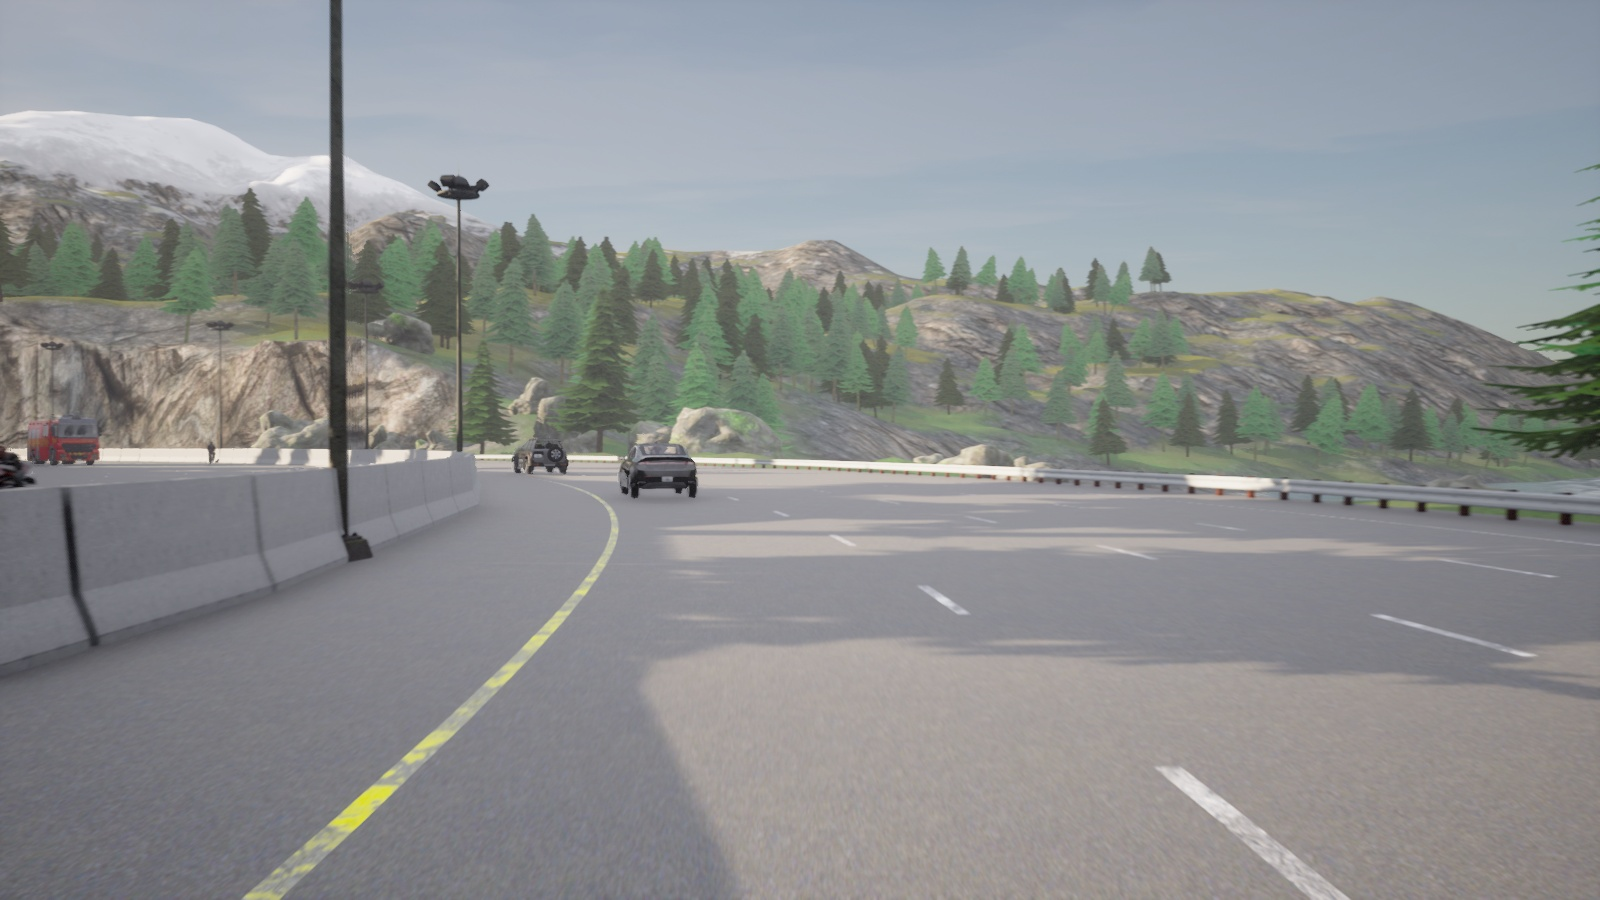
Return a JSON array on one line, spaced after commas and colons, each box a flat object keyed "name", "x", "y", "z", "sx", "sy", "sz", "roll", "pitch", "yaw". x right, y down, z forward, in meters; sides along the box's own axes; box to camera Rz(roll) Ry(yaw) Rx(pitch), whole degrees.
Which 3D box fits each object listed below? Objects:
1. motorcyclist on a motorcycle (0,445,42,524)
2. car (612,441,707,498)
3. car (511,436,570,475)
[{"name": "motorcyclist on a motorcycle", "x": -16.098, "y": 0.671, "z": 25.115, "sx": 0.866, "sy": 1.530, "sz": 2.191, "roll": -1, "pitch": 0, "yaw": -10}, {"name": "car", "x": -4.078, "y": 0.511, "z": 35.802, "sx": 2.128, "sy": 1.511, "sz": 4.902, "roll": 0, "pitch": 0, "yaw": -13}, {"name": "car", "x": -12.864, "y": 0.241, "z": 62.114, "sx": 1.932, "sy": 1.855, "sz": 4.605, "roll": 0, "pitch": 0, "yaw": -24}]
